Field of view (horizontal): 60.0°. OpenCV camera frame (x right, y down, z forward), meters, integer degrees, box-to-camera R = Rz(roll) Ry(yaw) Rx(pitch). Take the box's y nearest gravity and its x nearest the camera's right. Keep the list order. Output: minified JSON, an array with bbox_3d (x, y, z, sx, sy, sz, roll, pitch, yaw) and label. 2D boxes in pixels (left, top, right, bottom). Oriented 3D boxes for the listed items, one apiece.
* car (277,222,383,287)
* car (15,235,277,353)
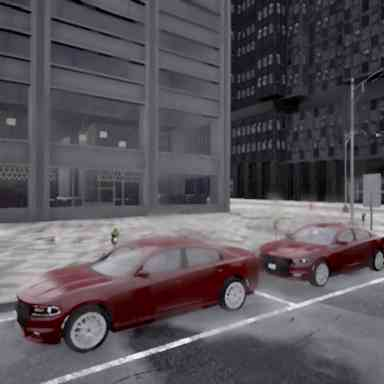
[{"bbox_3d":[3.767,1.559,9.350,4.507,1.381,1.887,0,0,-35],"label":"car"},{"bbox_3d":[-0.731,1.550,6.141,4.507,1.381,1.887,0,0,-35],"label":"car"}]
